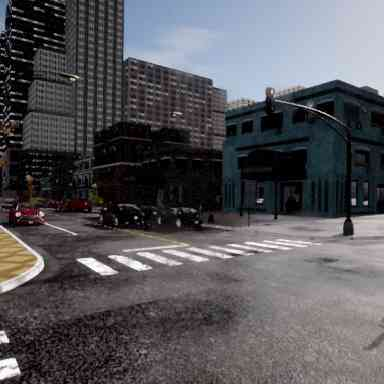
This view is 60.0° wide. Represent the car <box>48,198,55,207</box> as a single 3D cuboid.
[{"bbox_3d":[-23.748,1.778,55.801,1.967,1.590,4.097,1,-1,-35],"label":"car"}]

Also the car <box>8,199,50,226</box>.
[{"bbox_3d":[-11.763,1.492,23.582,1.967,1.590,4.097,1,-1,-35],"label":"car"}]

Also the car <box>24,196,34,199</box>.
[{"bbox_3d":[-33.333,1.945,69.626,1.752,1.417,4.829,1,-1,-35],"label":"car"}]

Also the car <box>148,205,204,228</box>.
[{"bbox_3d":[-0.938,1.701,23.127,2.008,1.369,4.403,1,-1,-35],"label":"car"}]

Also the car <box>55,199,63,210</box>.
[{"bbox_3d":[-17.381,1.725,46.708,1.967,1.590,4.097,1,-1,-35],"label":"car"}]

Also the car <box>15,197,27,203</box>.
[{"bbox_3d":[-42.725,2.051,83.171,2.008,1.369,4.403,1,-1,-35],"label":"car"}]

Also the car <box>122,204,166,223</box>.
[{"bbox_3d":[-4.061,1.742,27.632,1.947,1.339,4.313,1,-1,-35],"label":"car"}]

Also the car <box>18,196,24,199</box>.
[{"bbox_3d":[-39.561,1.788,78.612,2.192,1.841,5.009,1,-1,-35],"label":"car"}]

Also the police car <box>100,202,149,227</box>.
[{"bbox_3d":[-5.223,1.550,24.365,1.930,1.638,5.238,1,-1,-35],"label":"police car"}]

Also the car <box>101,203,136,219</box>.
[{"bbox_3d":[-7.184,1.783,32.135,1.802,1.307,4.206,1,-1,-35],"label":"car"}]

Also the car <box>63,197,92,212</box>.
[{"bbox_3d":[-14.190,1.574,42.166,2.192,1.841,5.009,1,-1,-35],"label":"car"}]
